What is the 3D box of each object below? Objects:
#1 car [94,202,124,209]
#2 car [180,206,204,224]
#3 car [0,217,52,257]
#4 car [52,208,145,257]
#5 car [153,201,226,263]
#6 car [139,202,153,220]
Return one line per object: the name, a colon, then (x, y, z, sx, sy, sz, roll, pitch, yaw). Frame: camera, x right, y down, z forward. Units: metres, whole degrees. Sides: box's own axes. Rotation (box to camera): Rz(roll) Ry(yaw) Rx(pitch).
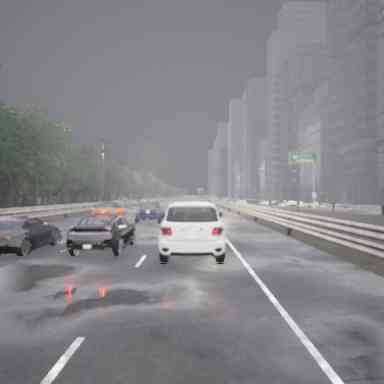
car: (-6.966, 1.640, 28.433, 2.097, 1.767, 4.553, 1, -1, 0)
car: (0.022, 1.903, 28.253, 1.895, 1.301, 4.718, 0, -1, 0)
car: (-6.979, 1.703, 13.541, 1.994, 1.385, 4.181, 0, 0, 0)
car: (-3.481, 1.631, 13.510, 2.128, 1.511, 4.902, 0, 0, 0)
car: (0.011, 1.353, 12.577, 2.150, 2.045, 5.566, 0, 0, 0)
car: (-3.475, 1.655, 28.421, 2.097, 1.767, 4.553, 0, -1, 0)
